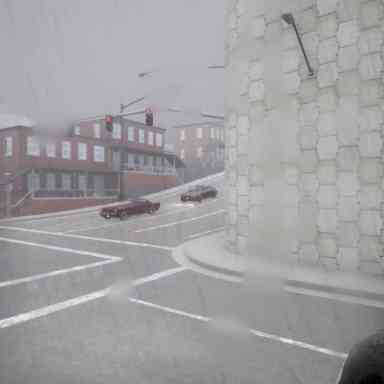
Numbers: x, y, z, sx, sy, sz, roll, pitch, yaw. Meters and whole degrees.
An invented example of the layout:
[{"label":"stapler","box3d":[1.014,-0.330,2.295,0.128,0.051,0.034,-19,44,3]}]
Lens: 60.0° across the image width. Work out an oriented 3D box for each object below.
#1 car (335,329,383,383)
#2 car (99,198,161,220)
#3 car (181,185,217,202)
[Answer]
[{"label":"car","box3d":[3.327,1.492,1.591,4.902,1.511,2.128,0,0,36]},{"label":"car","box3d":[-4.542,1.187,24.715,1.895,1.301,4.718,0,5,35]},{"label":"car","box3d":[0.690,0.078,32.099,1.994,1.385,4.181,0,9,36]}]
